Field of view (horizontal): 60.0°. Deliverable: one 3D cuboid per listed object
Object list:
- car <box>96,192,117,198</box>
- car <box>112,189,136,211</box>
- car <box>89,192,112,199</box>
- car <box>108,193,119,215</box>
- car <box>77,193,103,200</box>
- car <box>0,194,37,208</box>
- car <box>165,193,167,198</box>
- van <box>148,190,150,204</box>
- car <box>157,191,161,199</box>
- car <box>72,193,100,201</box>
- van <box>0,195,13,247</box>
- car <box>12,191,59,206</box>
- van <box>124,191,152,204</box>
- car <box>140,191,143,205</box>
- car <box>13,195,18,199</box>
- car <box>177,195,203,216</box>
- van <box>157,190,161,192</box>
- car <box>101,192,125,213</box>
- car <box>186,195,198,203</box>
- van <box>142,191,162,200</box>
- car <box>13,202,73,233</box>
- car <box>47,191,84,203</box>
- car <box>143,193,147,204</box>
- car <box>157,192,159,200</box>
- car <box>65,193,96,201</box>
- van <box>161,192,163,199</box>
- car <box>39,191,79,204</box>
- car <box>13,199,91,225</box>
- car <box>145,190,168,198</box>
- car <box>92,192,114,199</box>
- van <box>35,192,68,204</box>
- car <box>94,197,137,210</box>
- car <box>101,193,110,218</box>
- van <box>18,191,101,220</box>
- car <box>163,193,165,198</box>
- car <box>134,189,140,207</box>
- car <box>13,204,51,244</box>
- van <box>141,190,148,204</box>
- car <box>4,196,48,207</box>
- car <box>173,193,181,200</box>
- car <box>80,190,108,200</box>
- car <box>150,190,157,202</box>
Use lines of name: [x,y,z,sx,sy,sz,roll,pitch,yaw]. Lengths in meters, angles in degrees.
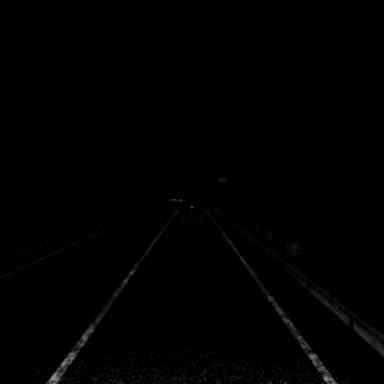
car: [-22.101,0.819,85.851,4.792,1.488,2.163,0,1,0]
car: [-8.890,1.019,33.496,5.566,2.045,2.435,0,0,0]
car: [-22.069,0.865,80.300,5.008,1.535,2.097,0,1,0]
car: [-8.879,1.177,27.890,4.553,1.767,2.185,0,0,0]
car: [-22.046,0.979,71.975,4.892,1.521,2.231,0,1,0]
car: [-22.040,1.100,41.434,4.553,1.767,2.185,0,0,0]
car: [-8.984,0.930,78.358,4.674,1.452,2.002,0,1,0]
van: [-9.059,0.948,50.315,4.442,1.987,1.878,0,0,0]
car: [-8.991,1.099,64.341,4.792,1.488,2.163,0,1,0]
car: [-22.043,1.013,69.197,5.008,1.535,2.097,0,1,0]
van: [-8.770,1.173,11.071,4.442,1.987,1.878,0,0,0]
car: [-22.046,0.943,46.985,5.566,2.045,2.435,0,0,0]
van: [-9.067,0.916,55.920,4.442,1.987,1.878,0,0,0]
car: [-8.961,1.096,41.907,4.553,1.767,2.185,0,0,0]
car: [-21.816,1.254,35.884,5.366,1.575,1.946,0,0,0]
car: [0.008,1.356,30.356,2.033,1.649,4.856,0,0,0]
van: [-9.082,0.811,67.140,4.442,1.987,1.878,0,1,0]
car: [-8.883,1.161,30.694,4.553,1.767,2.185,0,0,0]
car: [0.000,1.198,60.103,1.994,1.385,4.181,0,0,0]
van: [-9.094,0.703,75.552,4.442,1.987,1.878,0,1,0]
car: [-8.865,1.396,16.678,4.792,1.488,2.163,0,0,0]
car: [-22.004,0.874,58.089,5.566,2.045,2.435,0,0,0]
car: [-8.928,1.207,44.710,4.892,1.521,2.231,0,0,0]
car: [-8.955,1.136,61.533,4.674,1.452,2.002,0,0,0]
car: [-22.229,1.043,66.420,5.366,1.575,1.946,0,1,0]
van: [-8.853,0.778,69.942,4.442,1.987,1.878,0,1,0]
car: [-22.057,0.895,55.312,5.566,2.045,2.435,0,0,0]
car: [-8.893,1.350,19.481,5.008,1.535,2.097,0,0,0]
car: [-8.961,0.563,83.961,5.566,2.045,2.435,0,1,0]
car: [-22.074,0.828,83.076,4.892,1.521,2.231,0,1,0]
van: [-22.142,0.936,52.536,4.442,1.987,1.878,0,0,0]
car: [-8.924,1.278,39.104,4.674,1.452,2.002,0,0,0]
car: [-8.938,1.193,25.087,4.553,1.767,2.185,0,0,0]
van: [-8.786,1.109,22.283,4.442,1.987,1.878,0,0,0]
car: [-8.968,0.966,72.752,5.008,1.535,2.097,0,1,0]
car: [-8.894,1.003,36.299,5.566,2.045,2.435,0,0,0]
car: [-8.862,1.412,13.875,4.792,1.488,2.163,0,0,0]
van: [-9.055,0.964,47.512,4.442,1.987,1.878,0,0,0]
car: [-21.984,1.239,44.212,4.792,1.488,2.163,0,0,0]
car: [-3.253,0.915,74.038,2.033,1.411,5.357,0,1,0]
car: [-22.027,0.689,74.746,5.566,2.045,2.435,0,1,0]
car: [-8.918,0.907,53.120,5.566,2.045,2.435,0,0,0]
